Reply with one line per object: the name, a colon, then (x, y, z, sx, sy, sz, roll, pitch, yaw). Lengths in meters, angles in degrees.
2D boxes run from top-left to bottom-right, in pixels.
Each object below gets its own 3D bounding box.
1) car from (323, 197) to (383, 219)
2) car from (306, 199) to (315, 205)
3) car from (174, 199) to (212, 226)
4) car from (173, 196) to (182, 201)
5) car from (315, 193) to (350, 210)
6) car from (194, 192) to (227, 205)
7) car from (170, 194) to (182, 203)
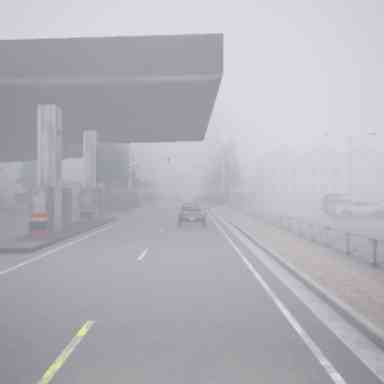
car: (12.685, 1.343, 25.824, 3.806, 1.475, 1.970, 0, 0, -1)
car: (20.712, 1.317, 51.812, 5.357, 1.411, 2.033, 0, 0, 0)
car: (0.001, 1.470, 23.013, 2.128, 1.511, 4.902, 0, 0, 0)
car: (-3.496, 1.523, 79.693, 1.895, 1.301, 4.718, 0, 0, 0)
car: (13.277, 1.056, 29.152, 3.866, 1.878, 1.905, 0, 0, -1)
car: (2.875, 1.007, 53.226, 5.566, 2.045, 2.150, -1, 1, 27)
car: (-3.497, 1.292, 69.556, 2.097, 1.767, 4.553, 0, 0, 0)
